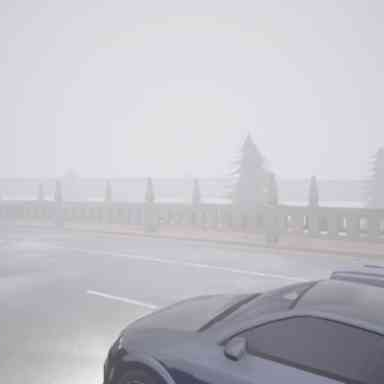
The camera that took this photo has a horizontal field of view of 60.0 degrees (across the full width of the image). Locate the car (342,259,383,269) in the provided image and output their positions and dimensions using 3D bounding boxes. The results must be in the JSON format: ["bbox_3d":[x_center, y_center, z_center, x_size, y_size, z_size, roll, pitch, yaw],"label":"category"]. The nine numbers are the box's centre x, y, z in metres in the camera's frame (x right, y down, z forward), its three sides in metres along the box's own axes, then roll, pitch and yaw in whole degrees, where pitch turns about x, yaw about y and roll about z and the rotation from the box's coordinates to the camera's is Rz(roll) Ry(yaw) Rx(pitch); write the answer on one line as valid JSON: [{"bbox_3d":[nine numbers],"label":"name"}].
[{"bbox_3d":[4.525,1.574,4.925,4.718,1.301,1.895,0,0,36],"label":"car"}]

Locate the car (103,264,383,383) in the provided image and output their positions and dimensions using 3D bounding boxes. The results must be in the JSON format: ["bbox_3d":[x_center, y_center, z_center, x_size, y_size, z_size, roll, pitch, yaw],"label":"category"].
[{"bbox_3d":[1.150,1.549,2.959,4.181,1.385,1.994,0,0,35],"label":"car"}]
